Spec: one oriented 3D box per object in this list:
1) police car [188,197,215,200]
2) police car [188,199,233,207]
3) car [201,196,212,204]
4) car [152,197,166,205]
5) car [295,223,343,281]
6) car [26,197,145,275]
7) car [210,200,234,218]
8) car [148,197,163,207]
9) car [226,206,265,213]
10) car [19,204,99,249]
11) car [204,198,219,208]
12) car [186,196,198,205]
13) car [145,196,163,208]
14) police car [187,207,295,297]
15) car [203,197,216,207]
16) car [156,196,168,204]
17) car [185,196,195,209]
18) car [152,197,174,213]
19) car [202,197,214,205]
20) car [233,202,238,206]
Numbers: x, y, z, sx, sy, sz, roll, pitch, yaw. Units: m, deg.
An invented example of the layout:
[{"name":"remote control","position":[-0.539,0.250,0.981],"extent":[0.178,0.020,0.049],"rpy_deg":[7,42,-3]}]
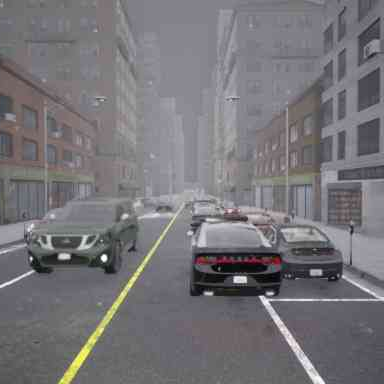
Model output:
[{"name":"police car","position":[0.892,1.426,24.762],"extent":[1.930,1.638,5.238],"rpy_deg":[0,0,0]},{"name":"police car","position":[0.890,1.425,18.762],"extent":[1.930,1.638,5.238],"rpy_deg":[0,0,0]},{"name":"car","position":[2.736,1.567,64.602],"extent":[1.887,1.381,4.507],"rpy_deg":[-1,0,0]},{"name":"car","position":[-5.788,1.569,59.095],"extent":[2.008,1.369,4.403],"rpy_deg":[-1,0,0]},{"name":"car","position":[2.748,1.549,9.550],"extent":[2.008,1.369,4.403],"rpy_deg":[-1,0,0]},{"name":"car","position":[-3.103,1.220,10.852],"extent":[2.150,2.045,5.566],"rpy_deg":[0,0,0]},{"name":"car","position":[2.743,1.548,31.571],"extent":[1.887,1.381,4.507],"rpy_deg":[-1,0,0]},{"name":"car","position":[-5.787,1.580,53.590],"extent":[1.947,1.339,4.313],"rpy_deg":[-1,0,0]},{"name":"car","position":[2.747,1.544,15.055],"extent":[1.887,1.381,4.507],"rpy_deg":[-1,0,0]},{"name":"car","position":[-5.780,1.439,15.053],"extent":[1.967,1.590,4.097],"rpy_deg":[-1,0,0]},{"name":"car","position":[2.740,1.577,48.086],"extent":[1.947,1.339,4.313],"rpy_deg":[-1,0,0]},{"name":"car","position":[-0.015,1.510,58.960],"extent":[2.128,1.511,4.902],"rpy_deg":[0,0,0]},{"name":"car","position":[-5.787,1.451,48.084],"extent":[1.967,1.590,4.097],"rpy_deg":[-1,0,0]},{"name":"police car","position":[0.896,1.424,8.761],"extent":[1.930,1.638,5.238],"rpy_deg":[0,0,0]},{"name":"car","position":[2.738,1.559,53.591],"extent":[1.887,1.381,4.507],"rpy_deg":[-1,0,0]},{"name":"car","position":[-5.789,1.567,64.600],"extent":[1.887,1.381,4.507],"rpy_deg":[-1,0,0]},{"name":"car","position":[-0.001,1.535,45.195],"extent":[1.812,1.442,4.674],"rpy_deg":[0,0,0]},{"name":"car","position":[-3.010,1.605,37.441],"extent":[1.895,1.301,4.718],"rpy_deg":[0,0,0]},{"name":"car","position":[2.737,1.563,59.096],"extent":[1.887,1.381,4.507],"rpy_deg":[-1,0,0]},{"name":"car","position":[2.743,1.441,26.066],"extent":[1.967,1.590,4.097],"rpy_deg":[-1,0,0]}]
